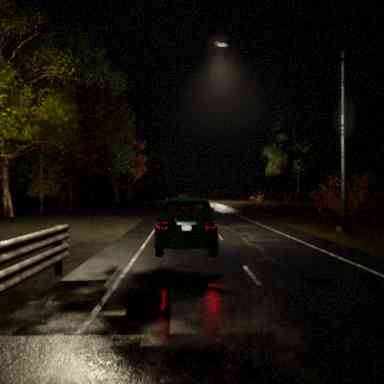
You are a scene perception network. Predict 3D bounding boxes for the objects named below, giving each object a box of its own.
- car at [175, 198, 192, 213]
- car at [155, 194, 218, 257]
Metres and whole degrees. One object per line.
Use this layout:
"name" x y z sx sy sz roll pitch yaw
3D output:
"car" -0.980 1.523 39.157 1.837 1.490 4.892 0 0 -2
"car" -0.248 1.231 13.192 2.150 2.045 5.566 0 0 -2
